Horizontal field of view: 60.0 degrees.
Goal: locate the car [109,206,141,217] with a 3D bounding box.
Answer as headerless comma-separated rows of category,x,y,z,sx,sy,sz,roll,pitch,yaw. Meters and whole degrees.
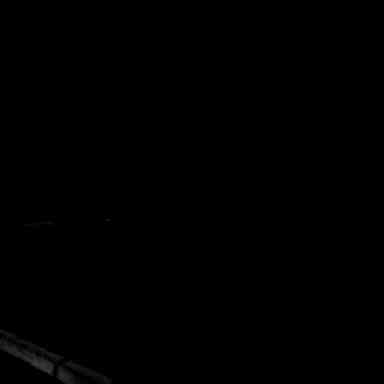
car,-8.989,2.679,44.724,2.128,1.511,4.902,-3,-2,32

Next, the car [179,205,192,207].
car,-0.562,2.467,58.001,1.994,1.385,4.181,-3,-2,32
